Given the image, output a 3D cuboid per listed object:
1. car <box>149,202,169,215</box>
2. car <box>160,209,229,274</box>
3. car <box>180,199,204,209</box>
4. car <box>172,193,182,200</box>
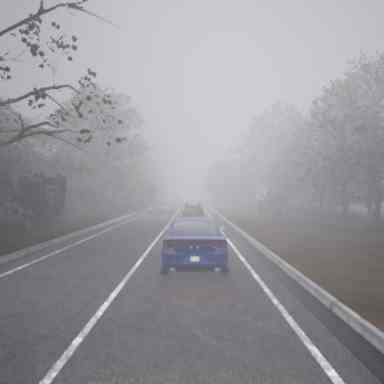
[{"bbox_3d":[-3.589,1.756,36.589,1.895,1.301,4.718,0,0,0],"label":"car"},{"bbox_3d":[0.085,1.547,10.855,1.882,1.535,5.008,0,0,0],"label":"car"},{"bbox_3d":[0.100,1.639,30.872,2.128,1.511,4.902,0,0,0],"label":"car"},{"bbox_3d":[-3.482,1.317,78.252,2.150,2.045,5.566,0,0,0],"label":"car"}]
